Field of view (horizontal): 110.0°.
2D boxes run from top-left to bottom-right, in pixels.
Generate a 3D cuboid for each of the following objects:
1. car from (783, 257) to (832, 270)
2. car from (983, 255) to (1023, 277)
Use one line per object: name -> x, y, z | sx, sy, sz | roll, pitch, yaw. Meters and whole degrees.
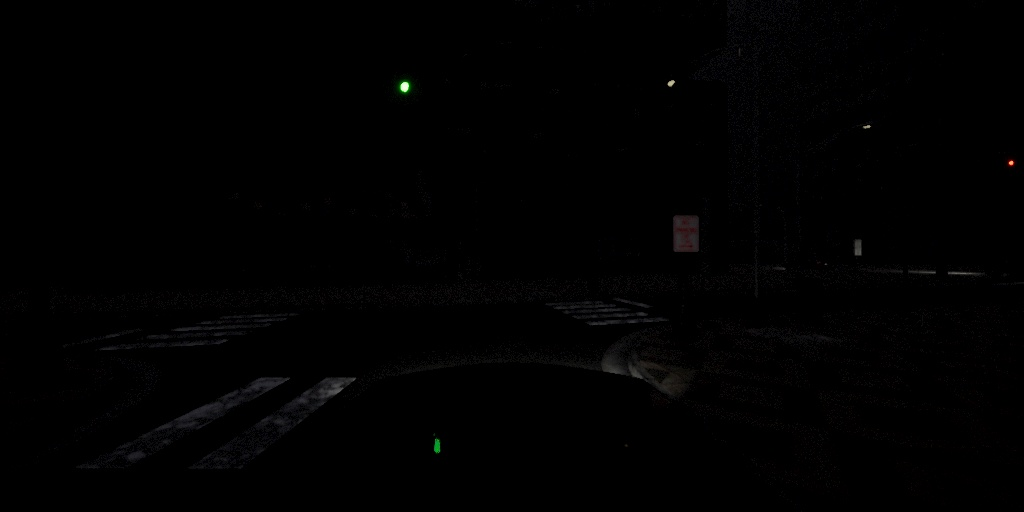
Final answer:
car -> 31.318, 0.829, 38.138 | 1.994, 1.385, 4.181 | 0, 0, -10
car -> 33.348, 0.634, 22.799 | 2.128, 1.511, 4.902 | 0, -1, 11
